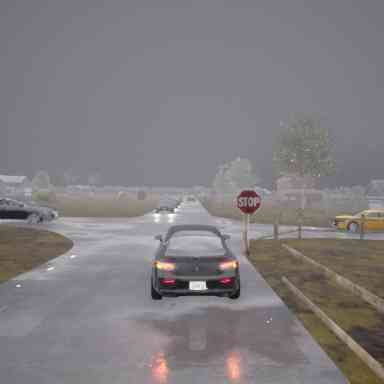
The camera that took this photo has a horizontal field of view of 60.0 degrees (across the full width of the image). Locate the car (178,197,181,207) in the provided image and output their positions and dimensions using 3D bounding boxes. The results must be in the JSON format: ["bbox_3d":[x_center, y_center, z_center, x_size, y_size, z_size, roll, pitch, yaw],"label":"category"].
[{"bbox_3d":[-2.938,1.597,47.148,1.994,1.385,4.181,0,0,0],"label":"car"}]

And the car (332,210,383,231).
[{"bbox_3d":[12.566,2.030,23.627,5.008,1.535,1.882,2,0,-2],"label":"car"}]

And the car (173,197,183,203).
[{"bbox_3d":[-2.894,1.664,69.267,1.895,1.301,4.718,0,0,0],"label":"car"}]

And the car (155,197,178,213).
[{"bbox_3d":[-2.926,1.529,37.184,1.837,1.490,4.892,0,0,0],"label":"car"}]

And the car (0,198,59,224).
[{"bbox_3d":[-10.861,1.130,20.647,4.902,1.511,2.128,2,0,0],"label":"car"}]

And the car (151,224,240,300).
[{"bbox_3d":[0.030,1.528,8.309,1.812,1.442,4.674,0,0,-2],"label":"car"}]

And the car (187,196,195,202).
[{"bbox_3d":[-0.163,1.563,78.508,1.882,1.535,5.008,0,0,0],"label":"car"}]

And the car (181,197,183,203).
[{"bbox_3d":[-2.953,1.526,57.613,1.882,1.535,5.008,0,0,0],"label":"car"}]
